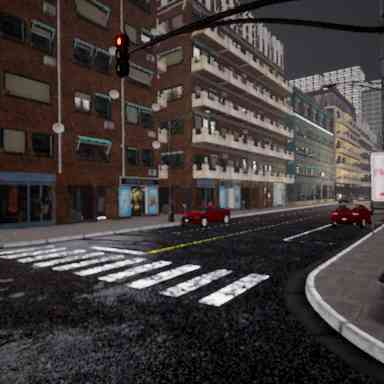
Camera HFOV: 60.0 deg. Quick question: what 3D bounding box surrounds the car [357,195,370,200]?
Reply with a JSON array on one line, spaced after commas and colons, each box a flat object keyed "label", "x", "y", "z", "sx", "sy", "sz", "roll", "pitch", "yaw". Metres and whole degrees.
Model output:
[{"label": "car", "x": 36.726, "y": 1.334, "z": 71.381, "sx": 1.802, "sy": 1.307, "sz": 4.206, "roll": -1, "pitch": 0, "yaw": 36}]

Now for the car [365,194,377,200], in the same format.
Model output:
[{"label": "car", "x": 43.455, "y": 1.271, "z": 80.539, "sx": 1.947, "sy": 1.339, "sz": 4.313, "roll": -1, "pitch": 0, "yaw": 36}]

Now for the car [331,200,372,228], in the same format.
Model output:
[{"label": "car", "x": 9.917, "y": 1.385, "z": 20.571, "sx": 1.887, "sy": 1.381, "sz": 4.507, "roll": -1, "pitch": 0, "yaw": 36}]

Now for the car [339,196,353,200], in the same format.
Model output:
[{"label": "car", "x": 26.631, "y": 1.389, "z": 57.643, "sx": 1.947, "sy": 1.339, "sz": 4.313, "roll": -1, "pitch": 0, "yaw": 36}]

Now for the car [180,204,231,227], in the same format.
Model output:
[{"label": "car", "x": 0.993, "y": 1.559, "z": 22.969, "sx": 1.887, "sy": 1.381, "sz": 4.507, "roll": -1, "pitch": 0, "yaw": 36}]
